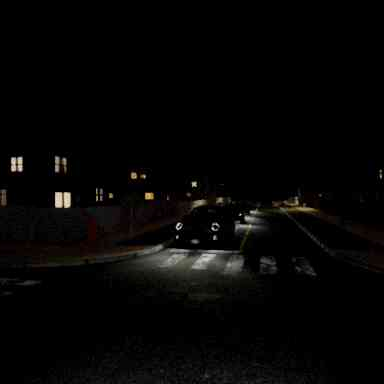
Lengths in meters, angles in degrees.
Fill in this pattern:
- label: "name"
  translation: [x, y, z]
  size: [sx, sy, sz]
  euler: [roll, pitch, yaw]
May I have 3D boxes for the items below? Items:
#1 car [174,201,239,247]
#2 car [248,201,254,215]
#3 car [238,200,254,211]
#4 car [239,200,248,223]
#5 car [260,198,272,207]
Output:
- label: "car"
  translation: [0.731, 1.446, 15.728]
  size: [2.097, 1.767, 4.553]
  euler: [-1, 0, 16]
- label: "car"
  translation: [5.493, 1.688, 36.937]
  size: [2.128, 1.511, 4.902]
  euler: [-1, 0, 12]
- label: "car"
  translation: [7.682, 1.858, 46.950]
  size: [1.895, 1.301, 4.718]
  euler: [-1, -1, 13]
- label: "car"
  translation: [3.307, 1.668, 26.773]
  size: [1.812, 1.442, 4.674]
  euler: [-1, -1, 12]
- label: "car"
  translation: [12.752, 1.800, 57.231]
  size: [1.837, 1.490, 4.892]
  euler: [-1, -1, 12]
